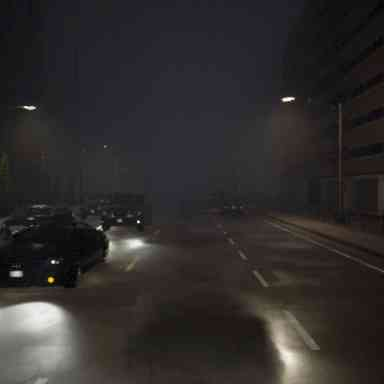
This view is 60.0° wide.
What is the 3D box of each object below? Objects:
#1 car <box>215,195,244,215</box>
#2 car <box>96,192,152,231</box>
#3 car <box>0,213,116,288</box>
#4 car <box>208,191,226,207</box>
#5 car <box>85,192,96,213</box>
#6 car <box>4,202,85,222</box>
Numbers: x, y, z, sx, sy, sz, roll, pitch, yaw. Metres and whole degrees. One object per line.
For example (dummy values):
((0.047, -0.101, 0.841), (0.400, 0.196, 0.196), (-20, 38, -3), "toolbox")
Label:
((3.452, 1.306, 29.930), (2.033, 1.411, 5.357), (0, 0, 0), "car")
((-3.654, 1.067, 19.587), (2.150, 2.045, 5.566), (0, 0, 0), "car")
((-3.615, 1.495, 8.881), (1.994, 1.385, 4.181), (0, 0, 1), "car")
((3.361, 0.865, 44.341), (2.150, 2.045, 5.566), (0, 1, 0), "car")
((-7.152, 1.013, 26.694), (2.150, 2.045, 5.566), (0, 0, 0), "car")
((-7.146, 1.368, 15.963), (2.128, 1.511, 4.902), (0, 0, 0), "car")
